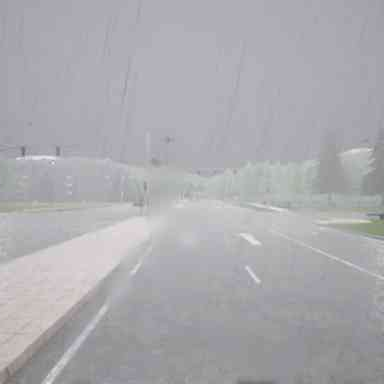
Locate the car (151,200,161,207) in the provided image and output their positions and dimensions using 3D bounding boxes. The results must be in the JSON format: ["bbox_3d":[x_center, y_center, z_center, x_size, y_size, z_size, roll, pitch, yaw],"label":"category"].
[{"bbox_3d":[-8.007,2.508,74.567,1.882,1.535,5.008,0,-1,0],"label":"car"}]

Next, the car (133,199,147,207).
[{"bbox_3d":[-11.507,2.587,71.744,1.895,1.301,4.718,0,-1,0],"label":"car"}]

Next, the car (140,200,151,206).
[{"bbox_3d":[-11.508,2.633,82.565,1.837,1.490,4.892,0,-1,0],"label":"car"}]
